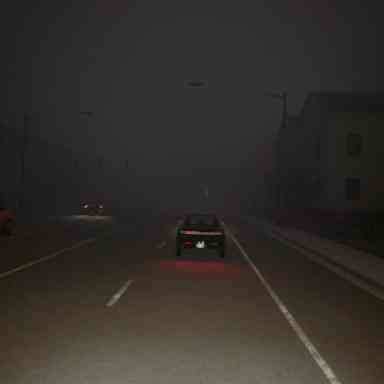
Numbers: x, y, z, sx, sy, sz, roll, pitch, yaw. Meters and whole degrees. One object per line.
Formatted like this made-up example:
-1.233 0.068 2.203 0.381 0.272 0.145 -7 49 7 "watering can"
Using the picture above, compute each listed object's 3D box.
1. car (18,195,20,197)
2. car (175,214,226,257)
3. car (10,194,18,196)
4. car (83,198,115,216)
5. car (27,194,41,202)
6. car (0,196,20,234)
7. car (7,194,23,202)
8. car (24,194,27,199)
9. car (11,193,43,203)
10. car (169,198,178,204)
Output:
-29.961 1.024 51.428 4.974 1.542 2.038 3 -1 -44 "car"
0.386 1.672 13.892 2.128 1.511 4.902 2 -1 2 "car"
-29.992 0.865 51.393 4.536 1.218 1.853 3 -1 -44 "car"
-9.451 1.427 34.168 2.097 1.767 4.553 2 -1 3 "car"
-30.430 0.968 61.381 1.853 1.218 4.536 2 -1 31 "car"
-10.168 1.176 15.026 2.097 1.767 4.553 2 -1 2 "car"
-29.834 0.926 56.077 1.853 1.218 4.536 2 -1 -34 "car"
-29.810 1.084 56.033 2.038 1.542 4.974 2 -1 -34 "car"
-30.409 1.127 61.424 2.038 1.542 4.974 2 -1 31 "car"
-5.043 2.271 89.866 1.837 1.490 4.892 2 -1 1 "car"
